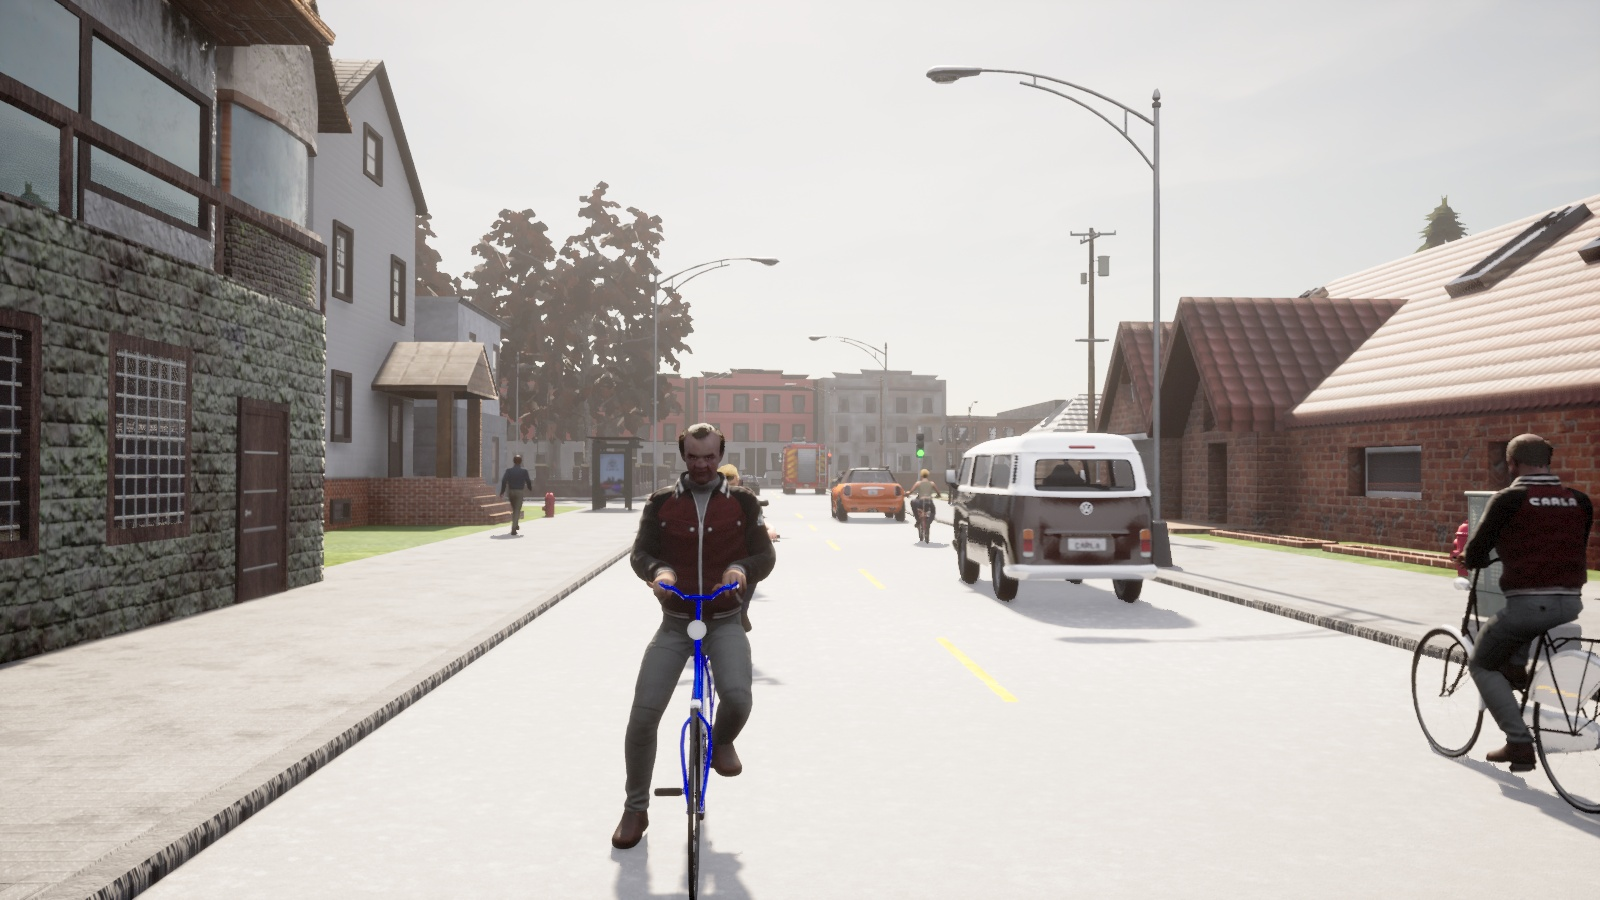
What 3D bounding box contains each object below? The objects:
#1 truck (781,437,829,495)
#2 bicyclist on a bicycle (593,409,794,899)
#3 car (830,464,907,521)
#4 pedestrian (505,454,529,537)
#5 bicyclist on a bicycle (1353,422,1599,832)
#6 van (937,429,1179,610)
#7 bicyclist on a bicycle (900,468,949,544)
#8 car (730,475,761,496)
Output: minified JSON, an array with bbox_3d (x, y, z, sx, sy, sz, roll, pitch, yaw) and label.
[{"bbox_3d":[0.264,1.110,87.211,2.891,3.827,8.468,0,-1,-2],"label":"truck"},{"bbox_3d":[-0.398,0.772,5.058,0.659,1.776,1.843,0,-1,-3],"label":"bicyclist on a bicycle"},{"bbox_3d":[2.161,1.351,40.968,2.097,1.767,4.553,0,-1,-2],"label":"car"},{"bbox_3d":[-6.361,1.023,28.264,0.370,1.835,0.726,0,-1,1],"label":"pedestrian"},{"bbox_3d":[3.580,0.778,6.374,0.659,1.776,1.843,0,-1,-2],"label":"bicyclist on a bicycle"},{"bbox_3d":[3.167,0.804,16.440,2.069,2.038,4.480,0,-1,-2],"label":"van"},{"bbox_3d":[2.711,1.201,27.527,0.866,1.612,1.509,0,-1,-2],"label":"bicyclist on a bicycle"},{"bbox_3d":[-3.554,2.286,80.992,1.895,1.301,4.718,0,-1,-4],"label":"car"}]
